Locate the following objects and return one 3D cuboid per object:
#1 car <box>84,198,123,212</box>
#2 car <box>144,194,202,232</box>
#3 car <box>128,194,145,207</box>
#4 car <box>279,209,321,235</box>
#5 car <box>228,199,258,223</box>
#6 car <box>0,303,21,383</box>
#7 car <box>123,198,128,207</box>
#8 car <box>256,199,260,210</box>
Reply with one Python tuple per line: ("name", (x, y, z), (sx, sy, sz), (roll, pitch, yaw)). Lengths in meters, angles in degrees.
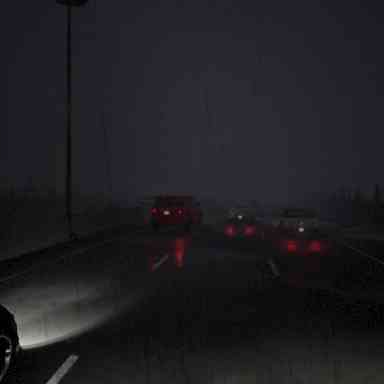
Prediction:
("car", (-8.959, 1.489, 33.238), (1.812, 1.442, 4.674), (0, 0, 13))
("car", (-0.816, 1.213, 20.530), (2.150, 2.045, 5.566), (0, 0, 12))
("car", (-4.593, 1.198, 36.613), (2.150, 2.045, 5.566), (0, 0, 13))
("car", (6.002, 1.612, 18.995), (1.895, 1.301, 4.718), (0, 0, 12))
("car", (3.858, 1.529, 25.500), (1.812, 1.442, 4.674), (0, 0, 12))
("car", (-3.196, 1.554, 2.521), (1.994, 1.385, 4.181), (0, 0, 1))
("car", (-9.899, 1.522, 44.831), (1.994, 1.385, 4.181), (0, 0, 13))
("car", (7.581, 1.557, 42.275), (2.033, 1.411, 5.357), (0, 0, 13))
